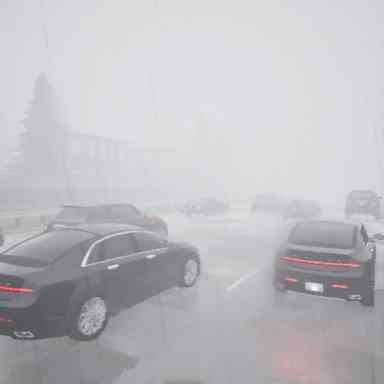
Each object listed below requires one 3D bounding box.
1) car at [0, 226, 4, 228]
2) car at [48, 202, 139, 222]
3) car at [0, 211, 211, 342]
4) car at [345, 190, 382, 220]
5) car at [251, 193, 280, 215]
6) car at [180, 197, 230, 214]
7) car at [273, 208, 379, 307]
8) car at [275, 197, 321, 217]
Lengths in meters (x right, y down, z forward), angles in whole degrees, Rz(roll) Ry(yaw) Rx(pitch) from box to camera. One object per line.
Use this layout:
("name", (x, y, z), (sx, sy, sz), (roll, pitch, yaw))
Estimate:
("car", (-7.923, 1.237, 9.311), (1.882, 1.535, 5.008), (1, 1, 29))
("car", (-2.717, 1.114, 11.446), (2.097, 1.767, 4.553), (1, 1, 29))
("car", (-1.523, 1.369, 6.416), (1.837, 1.490, 4.892), (1, 1, 29))
("car", (12.697, 0.866, 24.647), (2.150, 2.045, 5.566), (1, 1, 29))
("car", (6.679, 0.883, 28.228), (2.097, 1.767, 4.553), (1, 1, 29))
("car", (1.131, 1.084, 25.491), (2.033, 1.411, 5.357), (1, 1, 29))
("car", (3.325, 1.380, 7.913), (1.837, 1.490, 4.892), (1, 1, 29))
("car", (7.539, 1.188, 22.609), (2.033, 1.411, 5.357), (1, 1, 29))
